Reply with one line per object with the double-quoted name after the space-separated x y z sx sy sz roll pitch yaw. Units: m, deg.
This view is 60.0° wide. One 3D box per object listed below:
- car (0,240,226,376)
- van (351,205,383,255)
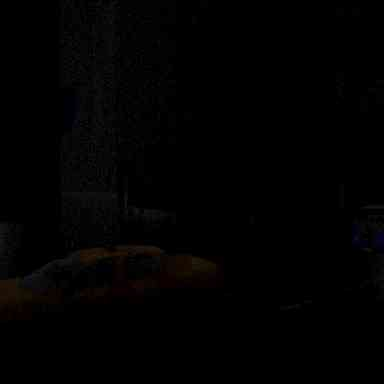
-1.634 1.525 5.487 4.829 1.417 1.752 0 0 -36 "car"
7.345 1.342 11.919 3.998 1.788 1.690 0 0 -36 "van"
